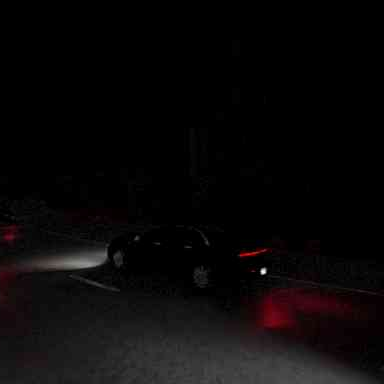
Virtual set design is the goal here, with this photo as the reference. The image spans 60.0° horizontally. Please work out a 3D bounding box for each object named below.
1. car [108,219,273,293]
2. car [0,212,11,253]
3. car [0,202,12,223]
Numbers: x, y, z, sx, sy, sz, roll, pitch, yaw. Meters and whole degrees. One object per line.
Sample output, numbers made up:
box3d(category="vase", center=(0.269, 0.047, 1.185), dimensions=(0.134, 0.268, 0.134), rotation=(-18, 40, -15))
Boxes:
box3d(category="car", center=(-0.276, 1.494, 8.917), dimensions=(4.892, 1.490, 1.837), rotation=(0, 0, 39))
box3d(category="car", center=(-8.039, 1.457, 11.265), dimensions=(4.892, 1.490, 1.837), rotation=(0, 0, 44))
box3d(category="car", center=(-13.900, 1.441, 23.327), dimensions=(1.812, 1.442, 4.674), rotation=(0, 0, -37))
